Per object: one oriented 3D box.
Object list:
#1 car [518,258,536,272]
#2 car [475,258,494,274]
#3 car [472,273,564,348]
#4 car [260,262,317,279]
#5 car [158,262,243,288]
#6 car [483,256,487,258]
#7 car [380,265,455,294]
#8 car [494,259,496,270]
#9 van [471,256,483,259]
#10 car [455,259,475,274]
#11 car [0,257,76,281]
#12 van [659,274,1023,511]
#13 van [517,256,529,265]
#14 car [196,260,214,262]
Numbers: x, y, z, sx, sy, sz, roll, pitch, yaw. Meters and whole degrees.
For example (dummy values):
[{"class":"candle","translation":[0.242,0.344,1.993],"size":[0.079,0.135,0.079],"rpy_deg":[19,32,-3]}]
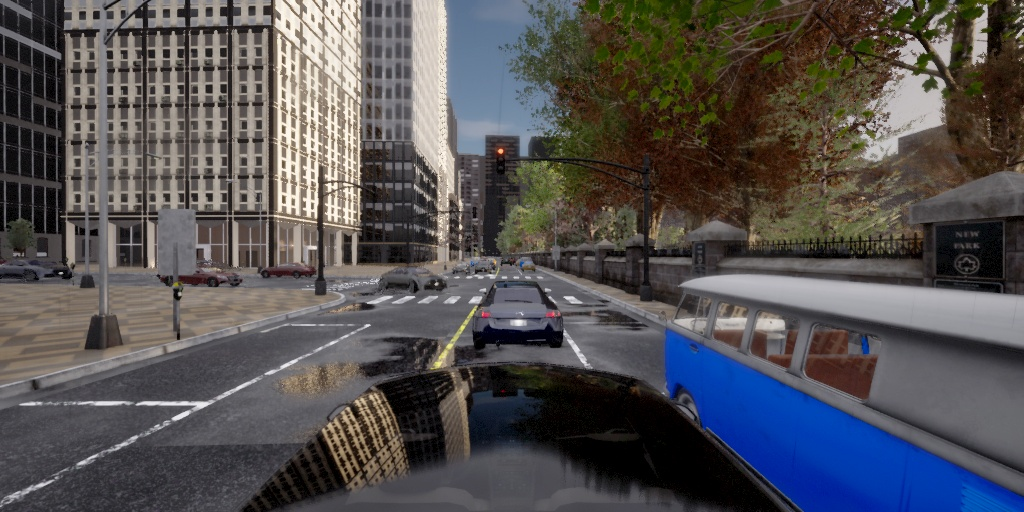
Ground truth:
[{"class":"car","translation":[2.116,1.260,46.357],"size":[1.751,1.417,4.829],"rpy_deg":[0,0,-1]},{"class":"car","translation":[-3.229,1.242,40.878],"size":[1.837,1.490,4.892],"rpy_deg":[0,0,-3]},{"class":"car","translation":[0.098,1.313,9.218],"size":[1.994,1.385,4.181],"rpy_deg":[0,0,-1]},{"class":"car","translation":[-18.094,1.127,29.097],"size":[4.207,1.307,1.802],"rpy_deg":[0,0,4]},{"class":"car","translation":[-18.158,1.149,20.984],"size":[4.207,1.307,1.802],"rpy_deg":[0,0,4]},{"class":"car","translation":[-3.666,1.201,61.282],"size":[1.882,1.535,5.008],"rpy_deg":[0,0,-1]},{"class":"car","translation":[-5.544,1.273,20.081],"size":[4.181,1.385,1.994],"rpy_deg":[1,0,37]},{"class":"car","translation":[-3.415,1.295,50.858],"size":[1.994,1.385,4.181],"rpy_deg":[0,0,-2]},{"class":"van","translation":[-6.330,1.063,62.479],"size":[1.690,1.789,3.998],"rpy_deg":[0,0,-2]},{"class":"car","translation":[-5.644,1.288,40.304],"size":[2.007,1.370,4.403],"rpy_deg":[0,0,-1]},{"class":"car","translation":[-32.553,0.960,24.396],"size":[4.181,1.385,1.994],"rpy_deg":[1,0,3]},{"class":"van","translation":[2.567,1.091,2.639],"size":[1.690,1.789,3.998],"rpy_deg":[0,0,0]},{"class":"van","translation":[1.992,1.071,51.730],"size":[1.690,1.789,3.998],"rpy_deg":[0,0,-1]},{"class":"car","translation":[-20.484,1.026,23.670],"size":[4.902,1.511,2.128],"rpy_deg":[1,0,4]}]
